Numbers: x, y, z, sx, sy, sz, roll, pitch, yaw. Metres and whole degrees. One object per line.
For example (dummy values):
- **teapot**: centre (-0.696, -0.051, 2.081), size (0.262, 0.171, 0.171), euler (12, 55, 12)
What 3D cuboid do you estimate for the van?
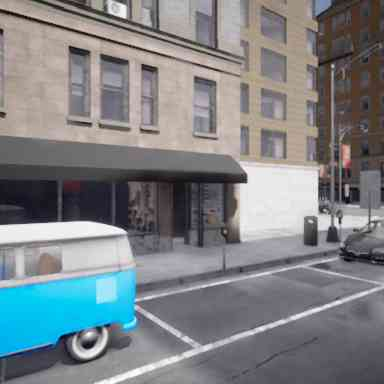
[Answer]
- **van**: centre (-2.699, 1.341, 4.264), size (3.998, 1.788, 1.690), euler (0, 0, -35)

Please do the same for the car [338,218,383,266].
- **car**: centre (6.525, 1.545, 10.833), size (4.403, 1.369, 2.008), euler (0, 0, -35)

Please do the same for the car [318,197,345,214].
- **car**: centre (12.693, 1.250, 33.022), size (2.097, 1.767, 4.553), euler (0, 0, -36)
